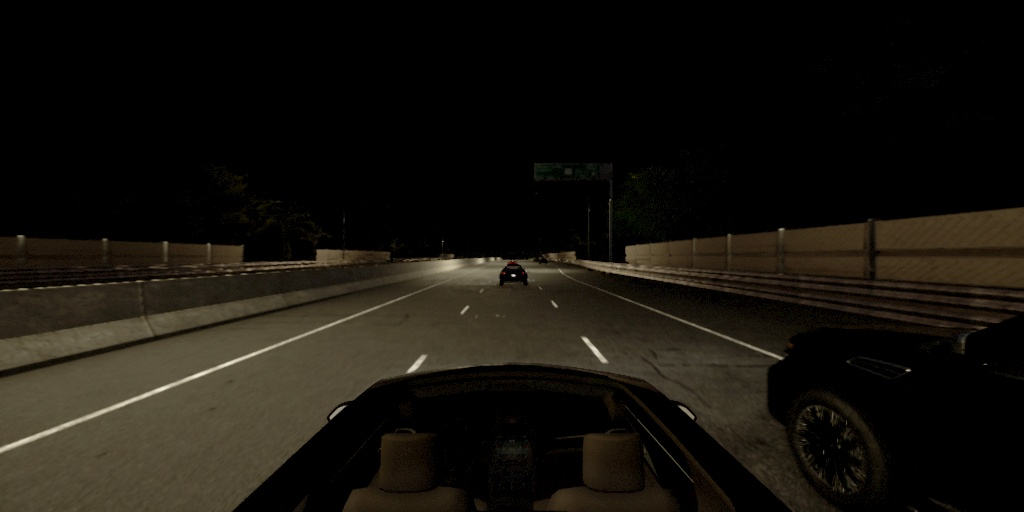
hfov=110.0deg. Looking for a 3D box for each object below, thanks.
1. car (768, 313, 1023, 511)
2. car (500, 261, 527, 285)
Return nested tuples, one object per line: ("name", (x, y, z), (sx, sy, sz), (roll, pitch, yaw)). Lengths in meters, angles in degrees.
("car", (3.598, 0.972, 1.143), (2.150, 2.045, 5.566), (0, 0, 0))
("car", (0.109, 1.313, 26.558), (1.994, 1.385, 4.181), (0, 0, 0))
